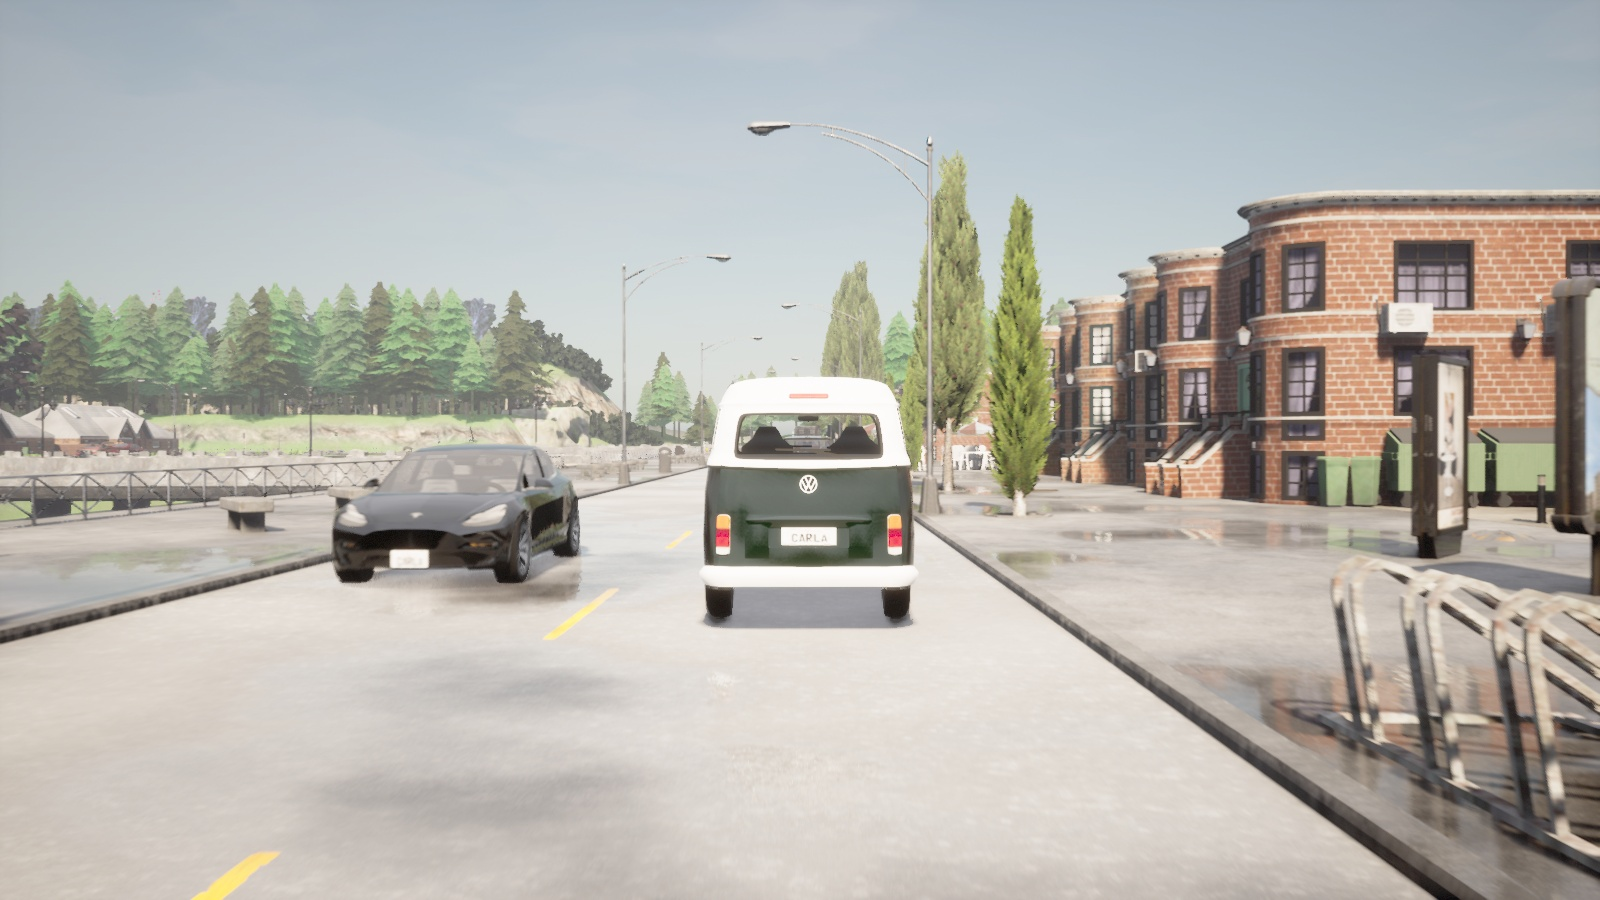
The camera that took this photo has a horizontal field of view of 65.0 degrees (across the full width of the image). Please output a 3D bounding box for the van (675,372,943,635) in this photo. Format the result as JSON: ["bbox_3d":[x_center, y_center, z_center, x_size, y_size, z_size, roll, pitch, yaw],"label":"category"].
[{"bbox_3d":[0.081,0.403,11.964,2.069,2.038,4.480,0,0,0],"label":"van"}]

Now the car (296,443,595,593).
[{"bbox_3d":[-3.902,0.659,14.845,2.163,1.488,4.792,0,0,0],"label":"car"}]
